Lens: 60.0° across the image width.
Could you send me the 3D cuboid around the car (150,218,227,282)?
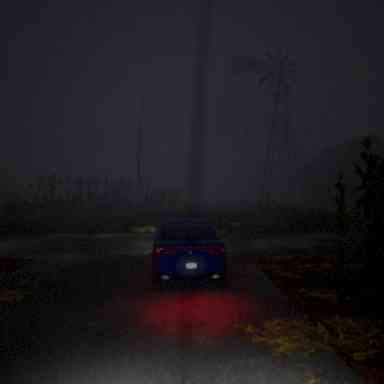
[{"bbox_3d":[-0.228,1.529,10.055,1.882,1.535,5.008,0,0,-5],"label":"car"}]
